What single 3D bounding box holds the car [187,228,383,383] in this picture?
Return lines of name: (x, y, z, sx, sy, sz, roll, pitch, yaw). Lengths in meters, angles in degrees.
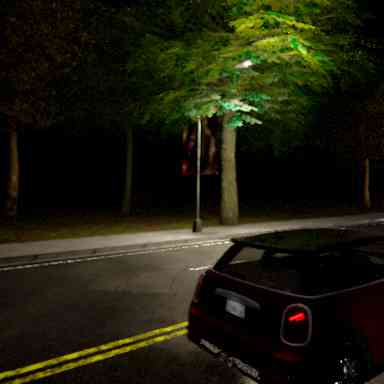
car: (2.221, 1.338, 5.022, 4.553, 1.767, 2.097, 0, 0, -35)
